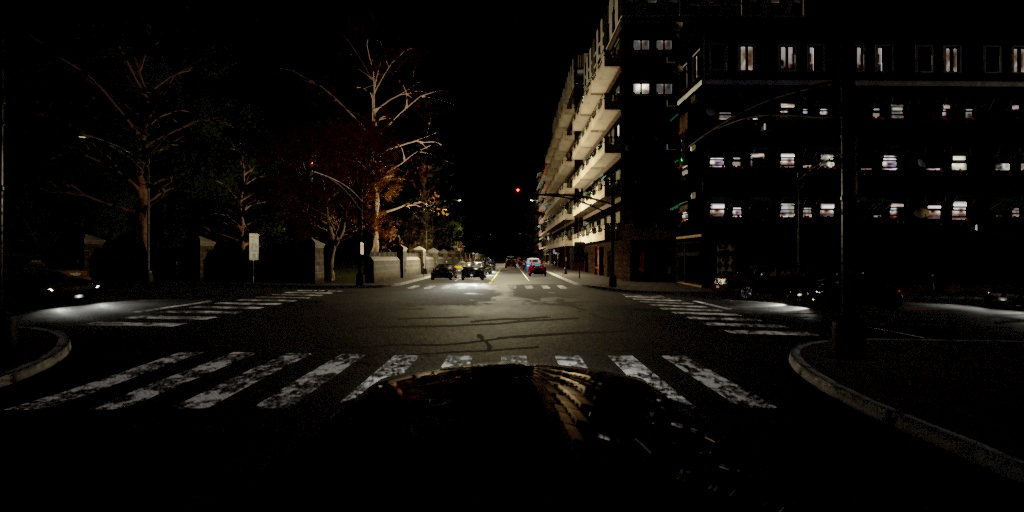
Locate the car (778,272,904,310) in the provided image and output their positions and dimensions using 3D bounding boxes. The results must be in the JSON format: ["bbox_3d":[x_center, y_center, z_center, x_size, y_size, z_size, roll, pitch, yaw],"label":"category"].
[{"bbox_3d":[15.113,1.624,16.410,4.181,1.385,1.994,1,0,-1],"label":"car"}]

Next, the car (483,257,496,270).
[{"bbox_3d":[-3.323,1.278,51.763,2.128,1.511,4.902,0,0,0],"label":"car"}]

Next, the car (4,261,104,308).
[{"bbox_3d":[-18.074,0.999,12.735,5.357,1.411,2.033,1,0,-1],"label":"car"}]

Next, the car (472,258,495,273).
[{"bbox_3d":[-3.280,1.278,41.351,1.837,1.490,4.892,0,0,0],"label":"car"}]

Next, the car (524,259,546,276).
[{"bbox_3d":[2.527,1.314,36.893,1.888,1.381,4.507,0,0,0],"label":"car"}]

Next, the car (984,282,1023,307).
[{"bbox_3d":[24.950,1.764,16.555,4.674,1.442,1.812,1,0,-1],"label":"car"}]

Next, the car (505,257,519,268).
[{"bbox_3d":[-0.183,1.328,61.737,1.812,1.442,4.674,0,0,0],"label":"car"}]

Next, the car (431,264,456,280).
[{"bbox_3d":[-5.827,1.330,31.223,1.948,1.339,4.313,0,0,0],"label":"car"}]

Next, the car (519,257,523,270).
[{"bbox_3d":[2.447,1.229,53.783,1.967,1.591,4.097,0,0,0],"label":"car"}]

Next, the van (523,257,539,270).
[{"bbox_3d":[2.500,1.115,42.523,1.690,1.789,3.998,0,0,0],"label":"van"}]

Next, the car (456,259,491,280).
[{"bbox_3d":[-3.230,1.255,31.052,2.128,1.511,4.902,0,0,0],"label":"car"}]

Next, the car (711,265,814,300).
[{"bbox_3d":[13.371,1.353,18.973,5.009,1.841,2.192,0,0,-1],"label":"car"}]
